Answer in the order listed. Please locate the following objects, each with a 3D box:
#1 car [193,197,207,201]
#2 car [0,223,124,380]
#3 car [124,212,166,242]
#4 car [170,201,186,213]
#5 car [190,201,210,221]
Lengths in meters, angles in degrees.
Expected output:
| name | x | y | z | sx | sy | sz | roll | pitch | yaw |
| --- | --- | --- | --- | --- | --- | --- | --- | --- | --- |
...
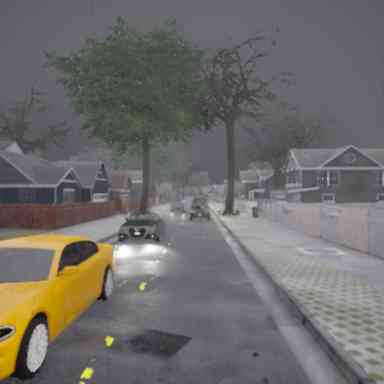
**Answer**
| name | x | y | z | sx | sy | sz | roll | pitch | yaw |
| --- | --- | --- | --- | --- | --- | --- | --- | --- | --- |
| car | 1.020 | 1.702 | 43.313 | 2.150 | 2.045 | 5.566 | 0 | 0 | 1 |
| car | -2.790 | 1.542 | 5.826 | 1.882 | 1.535 | 5.008 | 0 | -1 | 2 |
| car | -2.488 | 1.758 | 17.412 | 1.994 | 1.385 | 4.181 | 0 | -1 | 2 |
| car | -1.887 | 2.000 | 44.987 | 1.837 | 1.490 | 4.892 | 0 | -1 | 1 |
| car | 0.754 | 1.877 | 31.480 | 1.812 | 1.442 | 4.674 | 0 | -1 | 1 |
